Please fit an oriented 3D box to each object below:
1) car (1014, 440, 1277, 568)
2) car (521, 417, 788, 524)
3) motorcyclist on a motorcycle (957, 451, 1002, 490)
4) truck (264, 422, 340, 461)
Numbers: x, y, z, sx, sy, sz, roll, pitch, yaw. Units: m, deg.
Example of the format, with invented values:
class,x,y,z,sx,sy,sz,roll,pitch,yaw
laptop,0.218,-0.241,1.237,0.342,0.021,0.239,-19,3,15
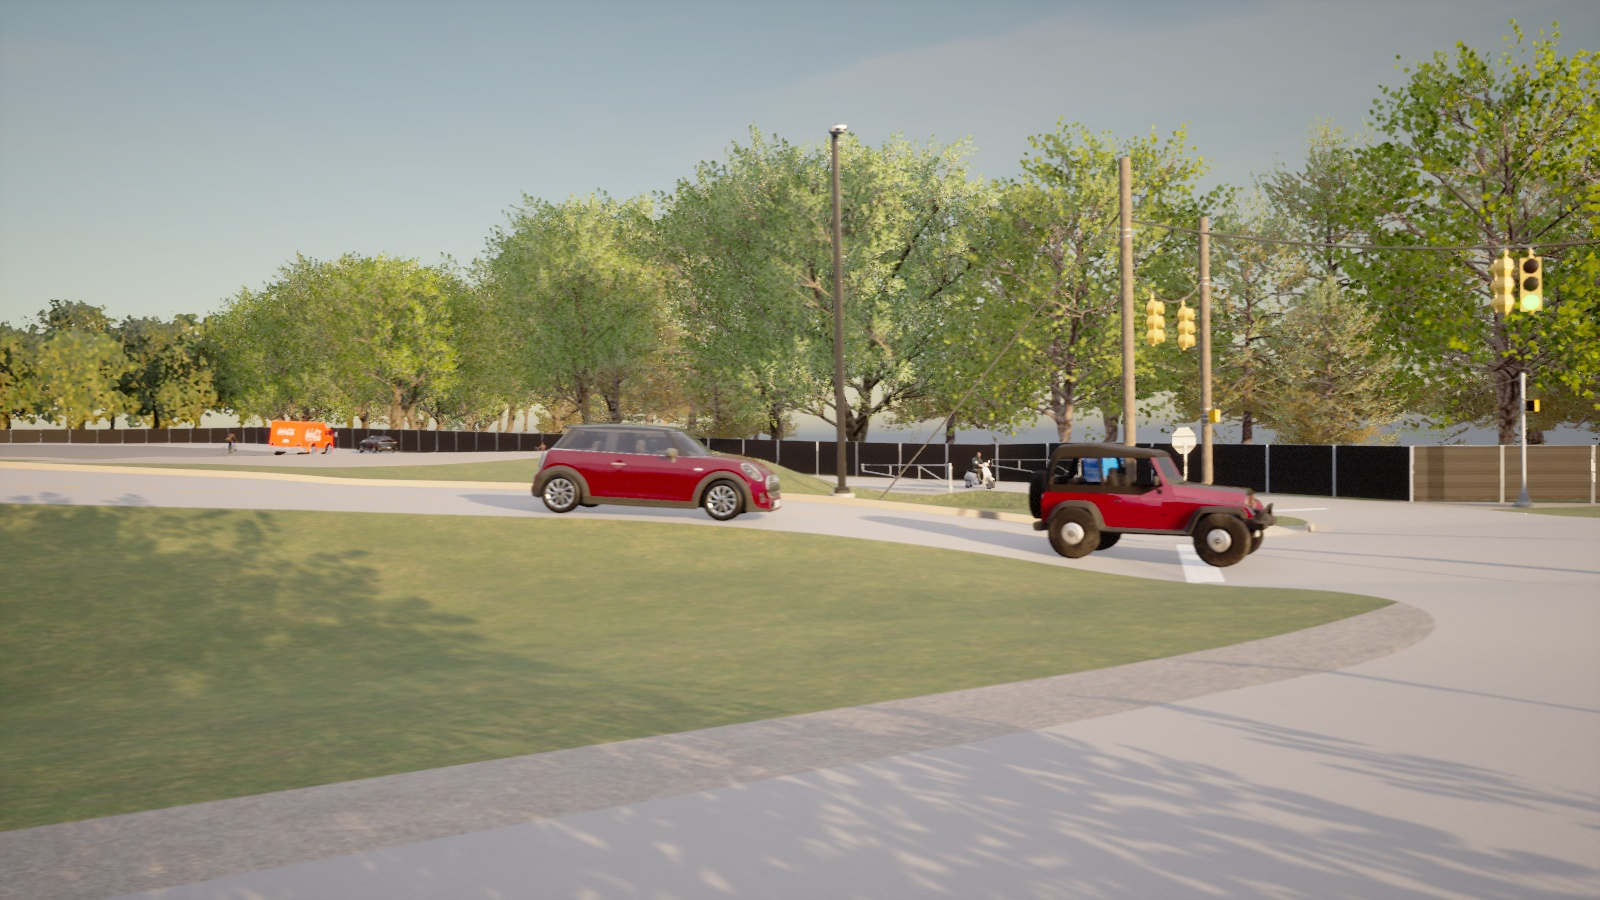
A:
class,x,y,z,sx,sy,sz,roll,pitch,yaw
car,5.695,0.809,20.719,3.866,1.878,1.905,1,1,27
car,-2.662,0.341,23.595,4.553,1.767,2.097,2,1,8
motorcyclist on a motorcycle,7.641,0.853,53.599,0.866,1.590,1.817,-2,2,-35
truck,-33.823,-0.556,85.501,2.627,2.467,5.204,2,0,6
